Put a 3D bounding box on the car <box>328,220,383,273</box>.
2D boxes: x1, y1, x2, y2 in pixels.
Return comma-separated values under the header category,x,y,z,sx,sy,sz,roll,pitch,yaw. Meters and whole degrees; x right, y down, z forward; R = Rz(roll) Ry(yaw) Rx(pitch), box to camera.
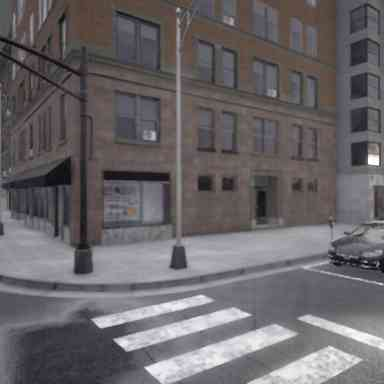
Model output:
category,x,y,z,sx,sy,sz,roll,pitch,yaw
car,6.089,1.603,10.529,4.403,1.369,2.008,0,0,-35
